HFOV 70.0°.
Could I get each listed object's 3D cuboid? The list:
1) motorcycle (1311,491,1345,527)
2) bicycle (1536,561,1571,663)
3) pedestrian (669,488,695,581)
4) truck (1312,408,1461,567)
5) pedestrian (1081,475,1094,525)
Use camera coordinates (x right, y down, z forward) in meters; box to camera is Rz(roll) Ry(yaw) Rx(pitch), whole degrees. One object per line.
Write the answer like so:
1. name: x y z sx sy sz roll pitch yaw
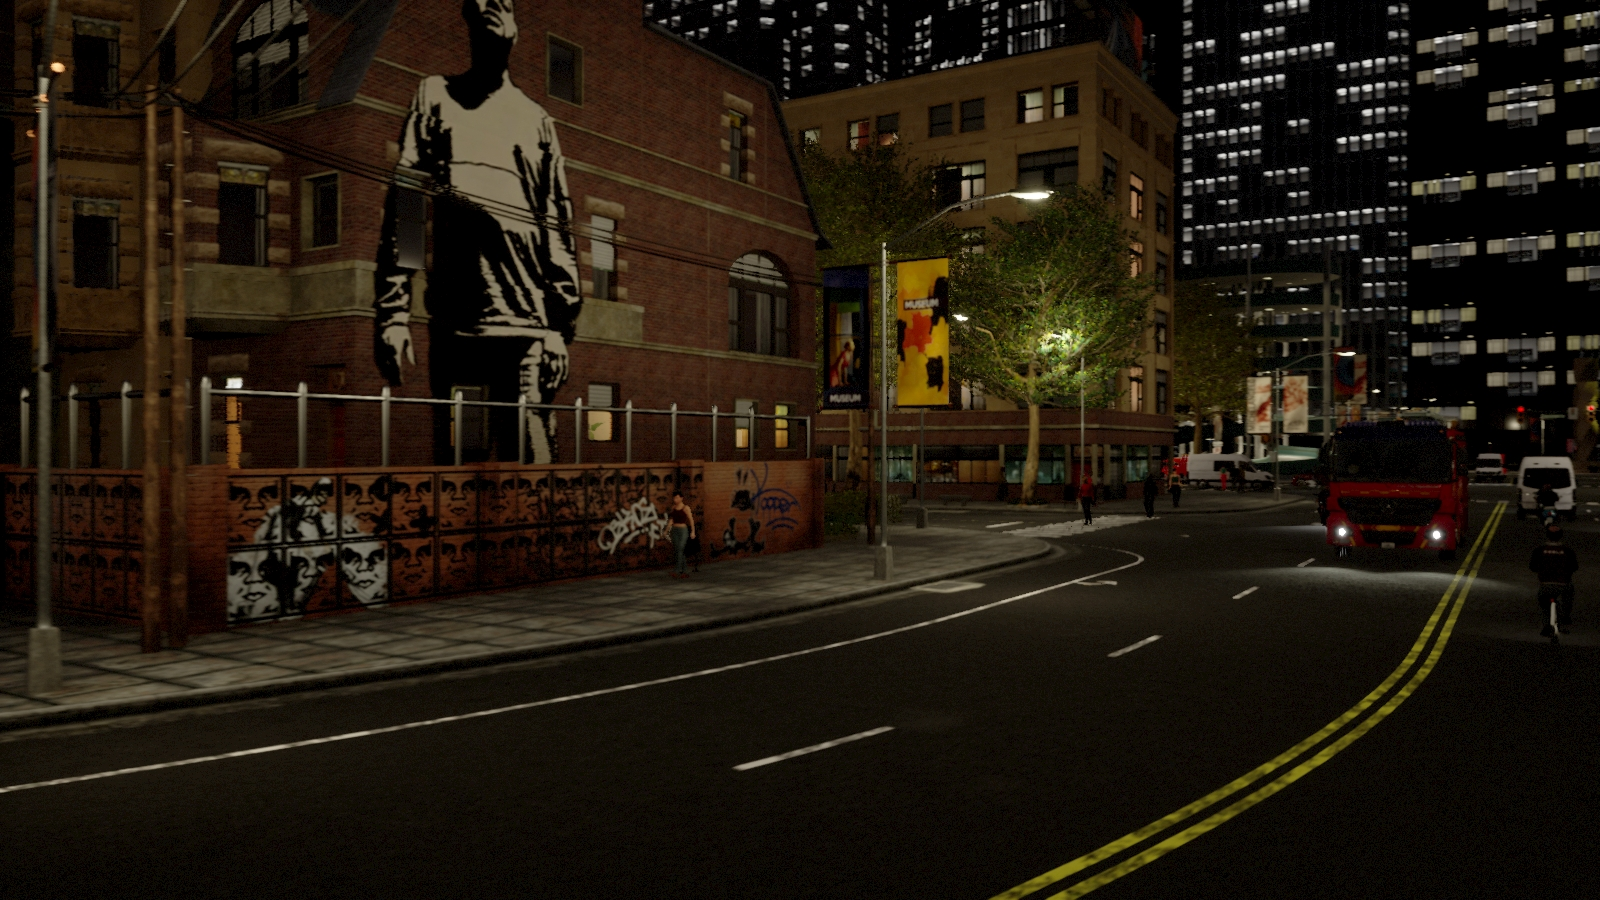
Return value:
1. motorcycle: 20.024 2.222 43.324 0.867 1.251 2.209 0 0 33
2. bicycle: 10.497 2.215 15.894 0.329 1.171 1.835 -1 0 35
3. pedestrian: -2.410 1.712 23.385 0.375 1.860 0.375 0 0 32
4. truck: 16.487 0.902 31.766 2.891 3.827 8.468 0 0 33
5. pedestrian: 10.786 1.869 42.841 0.375 1.860 0.375 0 0 37
